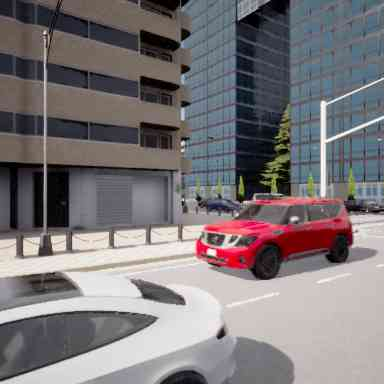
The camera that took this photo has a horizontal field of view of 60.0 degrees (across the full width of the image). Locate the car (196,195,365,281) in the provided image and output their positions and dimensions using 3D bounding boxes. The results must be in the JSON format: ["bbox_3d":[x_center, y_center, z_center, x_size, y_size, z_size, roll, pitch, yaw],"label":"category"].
[{"bbox_3d":[2.763,1.221,10.281,5.566,2.045,2.150,0,0,-36],"label":"car"}]

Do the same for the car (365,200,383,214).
[{"bbox_3d":[17.108,1.492,34.106,2.033,1.411,5.357,0,0,-27],"label":"car"}]

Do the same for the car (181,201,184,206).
[{"bbox_3d":[-3.052,1.545,51.234,1.895,1.301,4.718,0,0,-35],"label":"car"}]

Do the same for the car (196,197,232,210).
[{"bbox_3d":[2.767,1.437,42.923,2.128,1.511,4.902,0,0,-35],"label":"car"}]

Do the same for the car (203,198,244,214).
[{"bbox_3d":[3.352,1.470,36.029,1.812,1.442,4.674,0,0,-35],"label":"car"}]

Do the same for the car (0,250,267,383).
[{"bbox_3d":[-1.688,1.526,2.787,4.674,1.442,1.812,0,0,-36],"label":"car"}]

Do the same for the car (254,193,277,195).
[{"bbox_3d":[8.635,1.166,34.637,2.150,2.045,5.566,0,0,-36],"label":"car"}]
